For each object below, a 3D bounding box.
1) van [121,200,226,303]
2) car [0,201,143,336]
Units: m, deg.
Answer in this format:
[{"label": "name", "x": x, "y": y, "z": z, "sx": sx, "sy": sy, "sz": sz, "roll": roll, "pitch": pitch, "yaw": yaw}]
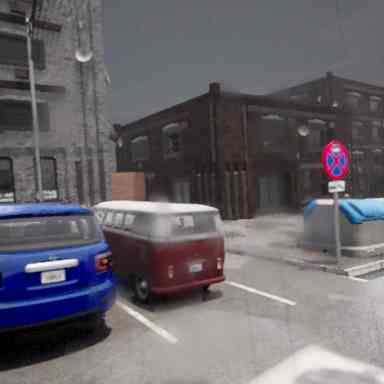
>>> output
[{"label": "van", "x": -1.182, "y": 1.230, "z": 8.307, "sx": 1.878, "sy": 1.987, "sz": 4.442, "roll": 0, "pitch": 0, "yaw": -36}, {"label": "car", "x": -3.402, "y": 1.223, "z": 6.613, "sx": 2.435, "sy": 2.045, "sz": 5.566, "roll": 0, "pitch": 0, "yaw": -36}]
